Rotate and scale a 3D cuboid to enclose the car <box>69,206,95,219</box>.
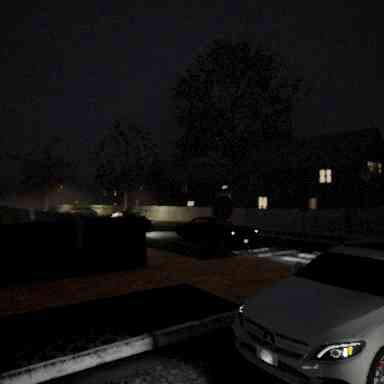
[{"bbox_3d":[-14.557,2.644,44.006,1.882,1.535,5.008,1,-2,-35],"label":"car"}]

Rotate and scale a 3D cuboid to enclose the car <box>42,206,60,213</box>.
[{"bbox_3d":[-19.713,2.788,46.348,1.837,1.490,4.892,1,-2,-35],"label":"car"}]

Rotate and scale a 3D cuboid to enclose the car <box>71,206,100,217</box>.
[{"bbox_3d":[-10.621,2.413,33.370,1.994,1.385,4.181,1,-2,-35],"label":"car"}]

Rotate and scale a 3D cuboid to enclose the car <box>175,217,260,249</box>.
[{"bbox_3d":[1.159,1.954,16.754,1.895,1.301,4.718,1,-2,-35],"label":"car"}]

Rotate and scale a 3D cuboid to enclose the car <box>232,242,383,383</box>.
[{"bbox_3d":[2.718,1.560,5.044,4.674,1.442,1.812,0,0,-36],"label":"car"}]

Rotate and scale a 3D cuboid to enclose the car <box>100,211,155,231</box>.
[{"bbox_3d":[-4.829,2.152,25.196,2.033,1.411,5.357,1,-2,-35],"label":"car"}]
